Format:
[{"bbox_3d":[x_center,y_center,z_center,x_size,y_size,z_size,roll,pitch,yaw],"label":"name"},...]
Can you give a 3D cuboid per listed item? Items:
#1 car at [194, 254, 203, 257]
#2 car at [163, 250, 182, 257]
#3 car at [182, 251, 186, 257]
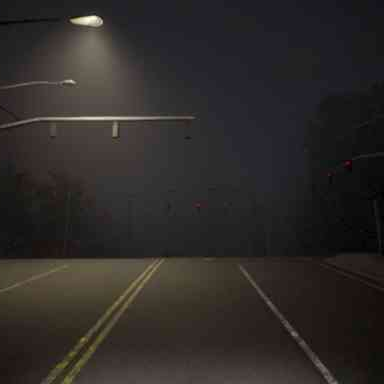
[{"bbox_3d":[1.334,13.566,68.868,2.128,1.511,4.902,0,-12,1],"label":"car"},{"bbox_3d":[-2.753,8.495,44.556,1.882,1.535,5.008,0,-12,1],"label":"car"},{"bbox_3d":[-2.360,11.694,60.729,2.150,2.045,5.566,0,-12,2],"label":"car"}]
